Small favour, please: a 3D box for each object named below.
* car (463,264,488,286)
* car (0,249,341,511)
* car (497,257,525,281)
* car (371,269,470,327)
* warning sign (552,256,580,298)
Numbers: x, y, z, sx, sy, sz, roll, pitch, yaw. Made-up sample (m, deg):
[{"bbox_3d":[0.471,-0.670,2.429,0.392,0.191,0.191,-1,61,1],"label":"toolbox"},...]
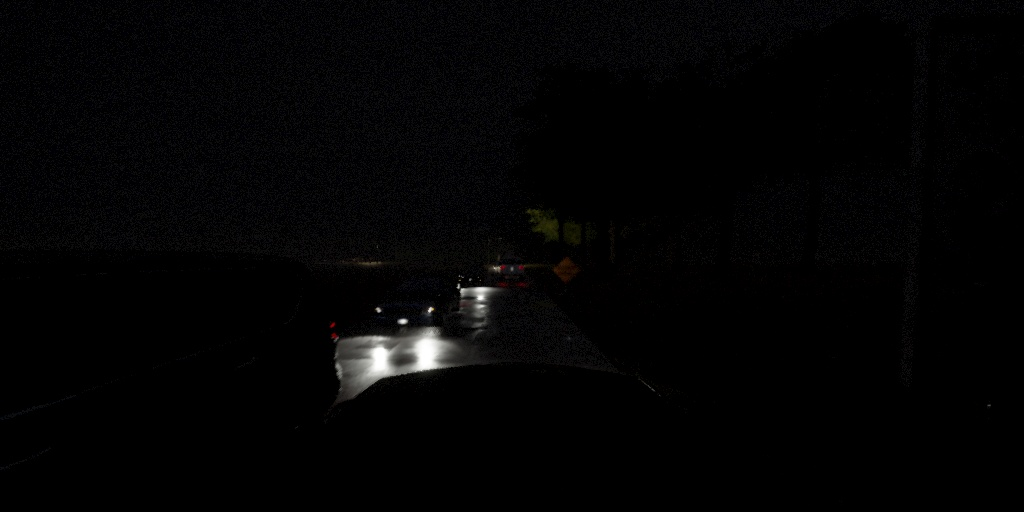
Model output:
[{"bbox_3d":[-2.824,1.383,26.659,1.837,1.490,4.892,0,-1,0],"label":"car"},{"bbox_3d":[-2.872,0.973,1.480,2.150,2.045,5.566,0,0,1],"label":"car"},{"bbox_3d":[0.012,1.147,32.823,2.150,2.045,5.566,0,0,0],"label":"car"},{"bbox_3d":[-2.847,1.338,12.021,2.033,1.411,5.357,0,0,0],"label":"car"},{"bbox_3d":[2.454,0.928,16.644,1.300,1.860,1.060,0,0,0],"label":"warning sign"}]
